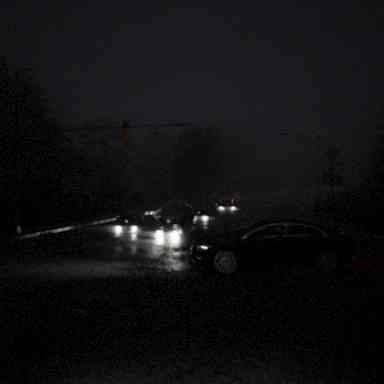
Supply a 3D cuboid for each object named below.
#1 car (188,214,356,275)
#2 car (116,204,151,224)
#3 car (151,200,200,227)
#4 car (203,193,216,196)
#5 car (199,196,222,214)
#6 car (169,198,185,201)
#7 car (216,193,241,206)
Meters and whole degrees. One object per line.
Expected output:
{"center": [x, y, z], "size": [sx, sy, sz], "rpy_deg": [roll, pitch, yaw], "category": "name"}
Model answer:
{"center": [2.408, 1.594, 10.286], "size": [4.902, 1.511, 2.128], "rpy_deg": [0, -1, -1], "category": "car"}
{"center": [-4.219, 1.716, 26.802], "size": [2.033, 1.411, 5.357], "rpy_deg": [0, 0, 12], "category": "car"}
{"center": [-1.070, 1.667, 24.584], "size": [2.128, 1.511, 4.902], "rpy_deg": [0, 0, 12], "category": "car"}
{"center": [2.455, 1.015, 48.264], "size": [1.837, 1.490, 4.892], "rpy_deg": [0, 3, 22], "category": "car"}
{"center": [1.365, 1.557, 34.781], "size": [2.033, 1.411, 5.357], "rpy_deg": [0, 1, 16], "category": "car"}
{"center": [-1.740, 1.502, 36.402], "size": [1.837, 1.490, 4.892], "rpy_deg": [0, 2, 17], "category": "car"}
{"center": [5.346, 0.903, 46.068], "size": [2.097, 1.767, 4.553], "rpy_deg": [0, 3, 22], "category": "car"}
